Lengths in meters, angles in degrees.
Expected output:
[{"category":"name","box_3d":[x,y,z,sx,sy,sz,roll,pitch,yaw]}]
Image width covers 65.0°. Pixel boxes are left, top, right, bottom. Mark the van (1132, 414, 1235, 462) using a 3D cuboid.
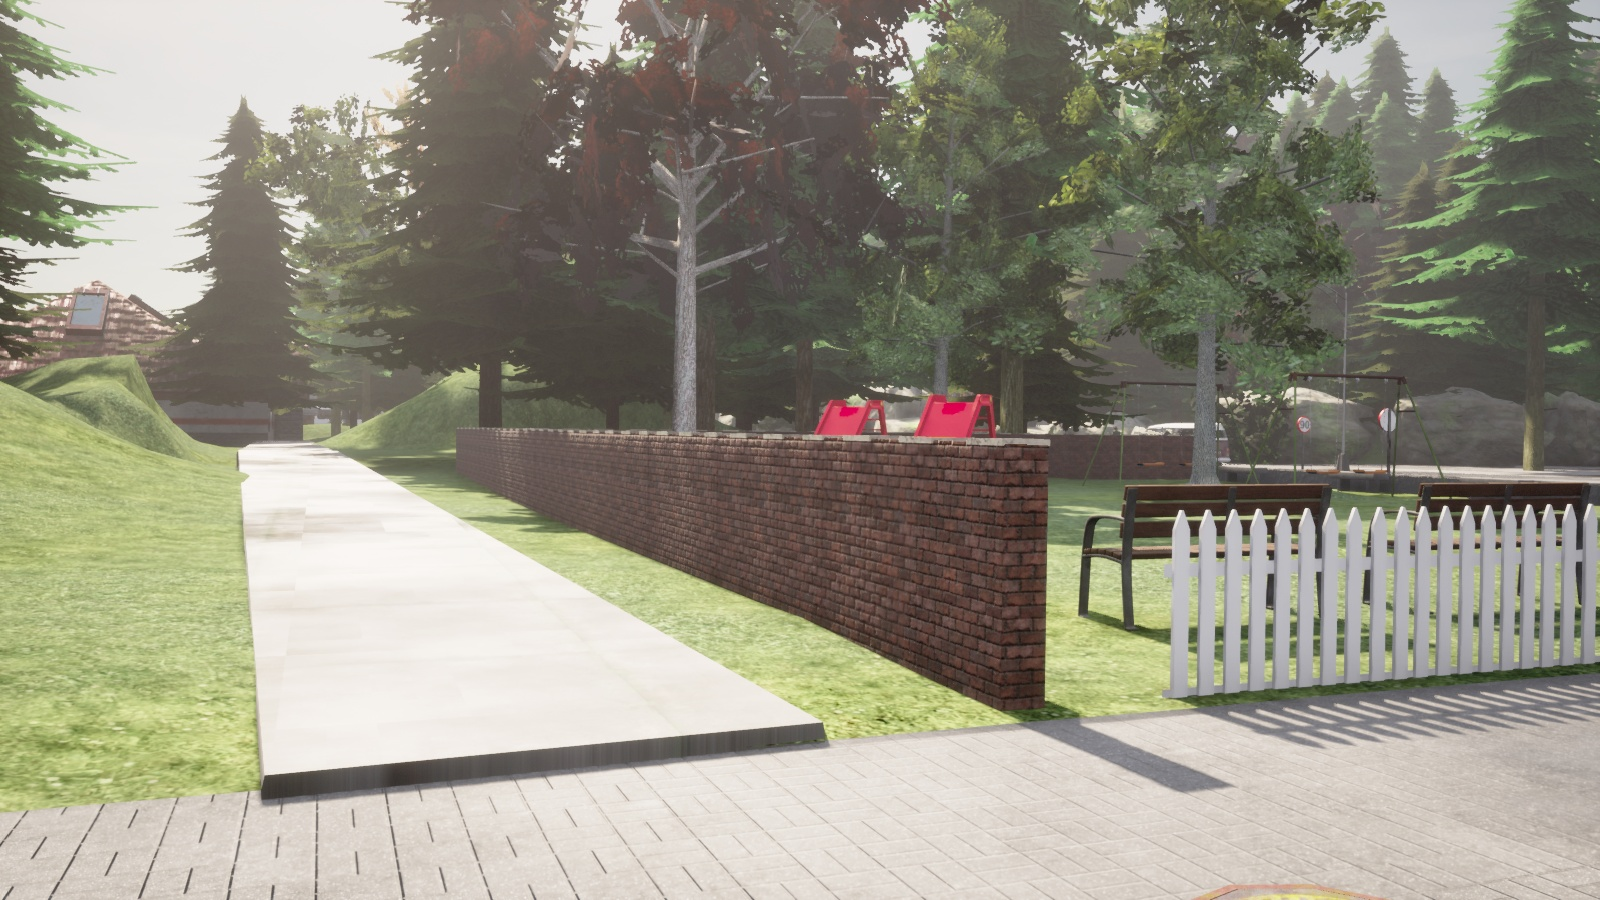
[{"category":"van","box_3d":[17.120,-0.577,56.271,2.069,2.038,4.480,-1,1,-21]}]
